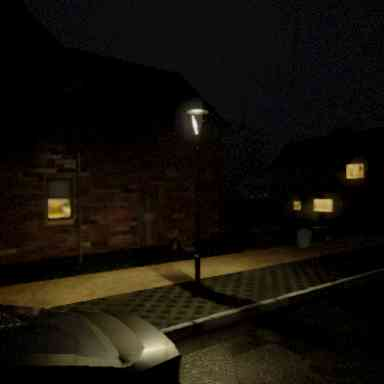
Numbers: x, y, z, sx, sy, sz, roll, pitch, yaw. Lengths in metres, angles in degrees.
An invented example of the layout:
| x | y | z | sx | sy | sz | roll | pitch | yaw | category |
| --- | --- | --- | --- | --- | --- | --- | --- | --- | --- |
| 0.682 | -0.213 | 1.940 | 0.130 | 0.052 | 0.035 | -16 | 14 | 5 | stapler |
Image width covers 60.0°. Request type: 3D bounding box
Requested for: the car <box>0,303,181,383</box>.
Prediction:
| x | y | z | sx | sy | sz | roll | pitch | yaw | category |
| --- | --- | --- | --- | --- | --- | --- | --- | --- | --- |
| -2.250 | 1.491 | 1.456 | 4.902 | 1.511 | 2.128 | 0 | 0 | -35 | car |
